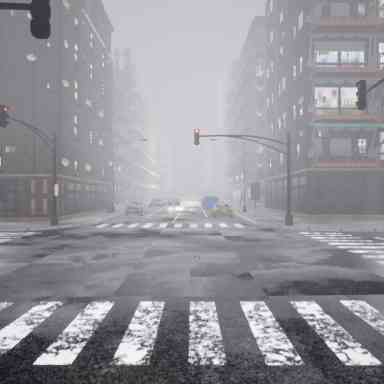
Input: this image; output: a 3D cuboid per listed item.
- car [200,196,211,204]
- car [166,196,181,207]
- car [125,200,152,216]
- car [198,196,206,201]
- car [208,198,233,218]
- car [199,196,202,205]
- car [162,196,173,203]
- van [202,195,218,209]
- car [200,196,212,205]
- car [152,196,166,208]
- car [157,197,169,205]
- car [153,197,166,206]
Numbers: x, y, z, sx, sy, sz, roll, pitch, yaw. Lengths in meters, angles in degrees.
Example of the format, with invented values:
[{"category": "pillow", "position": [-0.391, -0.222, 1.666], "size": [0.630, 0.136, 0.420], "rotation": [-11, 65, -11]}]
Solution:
[{"category": "car", "position": [2.580, 1.604, 66.697], "size": [2.008, 1.369, 4.403], "rotation": [1, 0, 0]}, {"category": "car", "position": [-2.745, 1.504, 52.065], "size": [2.128, 1.511, 4.902], "rotation": [0, 0, 0]}, {"category": "car", "position": [-5.432, 1.565, 32.697], "size": [2.008, 1.369, 4.403], "rotation": [1, 0, 0]}, {"category": "car", "position": [2.581, 1.627, 83.665], "size": [1.887, 1.381, 4.507], "rotation": [1, 0, 0]}, {"category": "car", "position": [2.707, 1.538, 30.241], "size": [1.752, 1.417, 4.829], "rotation": [1, 0, 0]}, {"category": "car", "position": [2.581, 1.347, 49.728], "size": [2.192, 1.841, 5.009], "rotation": [1, 0, 0]}, {"category": "car", "position": [-5.300, 1.613, 72.302], "size": [2.008, 1.369, 4.403], "rotation": [1, 0, 0]}, {"category": "van", "position": [2.613, 1.366, 44.075], "size": [1.690, 1.788, 3.998], "rotation": [1, 0, 0]}, {"category": "car", "position": [2.581, 1.486, 61.040], "size": [1.967, 1.590, 4.097], "rotation": [1, 0, 0]}, {"category": "car", "position": [-5.302, 1.613, 49.670], "size": [1.802, 1.307, 4.206], "rotation": [1, 0, 0]}, {"category": "car", "position": [-5.301, 1.627, 60.986], "size": [1.802, 1.307, 4.206], "rotation": [1, 0, 0]}, {"category": "car", "position": [-5.301, 1.563, 55.158], "size": [1.752, 1.417, 4.829], "rotation": [1, 0, 0]}]
